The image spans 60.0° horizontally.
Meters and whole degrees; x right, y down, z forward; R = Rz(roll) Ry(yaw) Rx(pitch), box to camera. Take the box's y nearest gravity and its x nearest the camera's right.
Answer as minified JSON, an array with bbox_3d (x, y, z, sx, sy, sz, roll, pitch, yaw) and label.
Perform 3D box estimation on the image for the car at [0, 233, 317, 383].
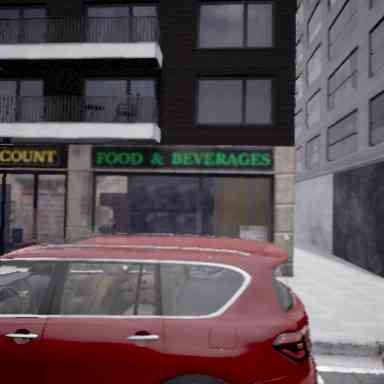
[{"bbox_3d":[-1.238,1.420,3.708,5.009,1.841,2.192,1,-2,4],"label":"car"}]

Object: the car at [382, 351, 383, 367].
[{"bbox_3d":[4.243,1.783,3.303,4.206,1.307,1.802,1,-2,4],"label":"car"}]
